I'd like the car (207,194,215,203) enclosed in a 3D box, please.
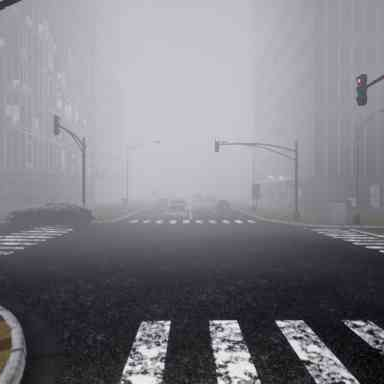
[{"bbox_3d":[3.588,1.313,63.923,2.192,1.841,5.009,0,0,0],"label":"car"}]

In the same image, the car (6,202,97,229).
[{"bbox_3d":[-8.205,1.378,19.736,4.902,1.511,2.128,2,1,-17],"label":"car"}]

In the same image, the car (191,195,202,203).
[{"bbox_3d":[0.957,1.512,73.157,2.128,1.511,4.902,0,0,0],"label":"car"}]

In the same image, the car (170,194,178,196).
[{"bbox_3d":[-4.292,1.564,63.866,1.947,1.339,4.313,0,0,0],"label":"car"}]

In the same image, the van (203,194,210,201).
[{"bbox_3d":[3.466,1.321,80.506,1.690,1.788,3.998,0,0,0],"label":"van"}]

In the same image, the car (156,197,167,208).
[{"bbox_3d":[-4.171,1.592,47.283,1.802,1.307,4.206,0,0,0],"label":"car"}]

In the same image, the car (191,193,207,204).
[{"bbox_3d":[1.131,1.220,62.811,2.150,2.045,5.566,0,0,0],"label":"car"}]

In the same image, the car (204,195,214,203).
[{"bbox_3d":[3.548,1.432,69.452,1.967,1.590,4.097,0,0,0],"label":"car"}]

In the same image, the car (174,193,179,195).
[{"bbox_3d":[-4.373,1.426,74.921,1.967,1.590,4.097,0,0,0],"label":"car"}]

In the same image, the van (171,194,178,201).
[{"bbox_3d":[-4.454,1.315,85.976,1.690,1.788,3.998,0,0,0],"label":"van"}]

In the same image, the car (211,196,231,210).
[{"bbox_3d":[3.799,1.579,41.815,1.947,1.339,4.313,0,0,0],"label":"car"}]

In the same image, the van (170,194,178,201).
[{"bbox_3d":[-4.414,1.321,80.448,1.690,1.788,3.998,0,0,0],"label":"van"}]

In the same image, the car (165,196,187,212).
[{"bbox_3d":[-1.643,1.562,38.637,2.033,1.411,5.357,0,0,0],"label":"car"}]
